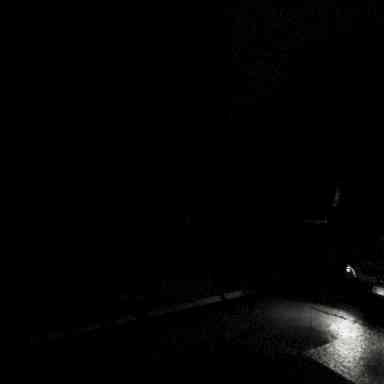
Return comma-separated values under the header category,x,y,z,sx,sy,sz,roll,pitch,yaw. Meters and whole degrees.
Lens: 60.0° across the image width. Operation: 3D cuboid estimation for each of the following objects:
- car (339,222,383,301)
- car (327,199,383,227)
category,x,y,z,sx,sy,sz,roll,pitch,yaw
car,5.243,1.634,7.890,4.674,1.442,1.812,1,0,-44
car,11.844,1.517,22.764,2.150,2.045,5.566,2,-1,-20
